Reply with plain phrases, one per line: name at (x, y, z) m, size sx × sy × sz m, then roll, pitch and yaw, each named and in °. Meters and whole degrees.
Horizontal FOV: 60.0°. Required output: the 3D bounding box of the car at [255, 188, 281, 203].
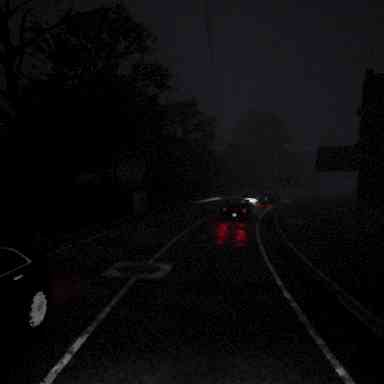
car at (9.464, 0.446, 40.175) m, size 1.812 × 1.442 × 4.674 m, roll 3°, pitch 4°, yaw 26°

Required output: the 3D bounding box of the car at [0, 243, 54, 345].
car at (-3.360, 1.445, 3.831) m, size 1.837 × 1.490 × 4.892 m, roll 0°, pitch 1°, yaw 3°

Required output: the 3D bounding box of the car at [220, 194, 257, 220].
car at (3.311, 1.129, 23.642) m, size 1.895 × 1.301 × 4.718 m, roll 2°, pitch 2°, yaw 14°

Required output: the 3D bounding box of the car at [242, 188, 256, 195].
car at (8.485, 0.102, 46.244) m, size 1.994 × 1.385 × 4.181 m, roll 3°, pitch 4°, yaw 29°
